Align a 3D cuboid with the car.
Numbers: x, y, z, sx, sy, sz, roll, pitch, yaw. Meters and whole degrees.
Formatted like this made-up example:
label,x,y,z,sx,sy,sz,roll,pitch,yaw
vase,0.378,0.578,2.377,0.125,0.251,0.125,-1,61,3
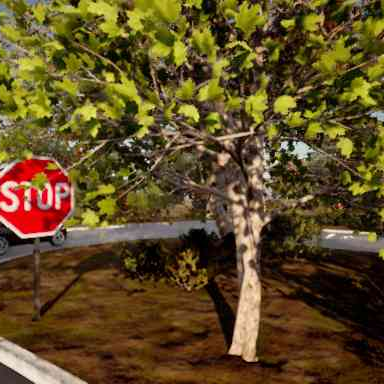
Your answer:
label,x,y,z,sx,sy,sz,roll,pitch,yaw
car,-7.285,1.595,13.718,2.128,1.511,4.902,-1,-2,20
